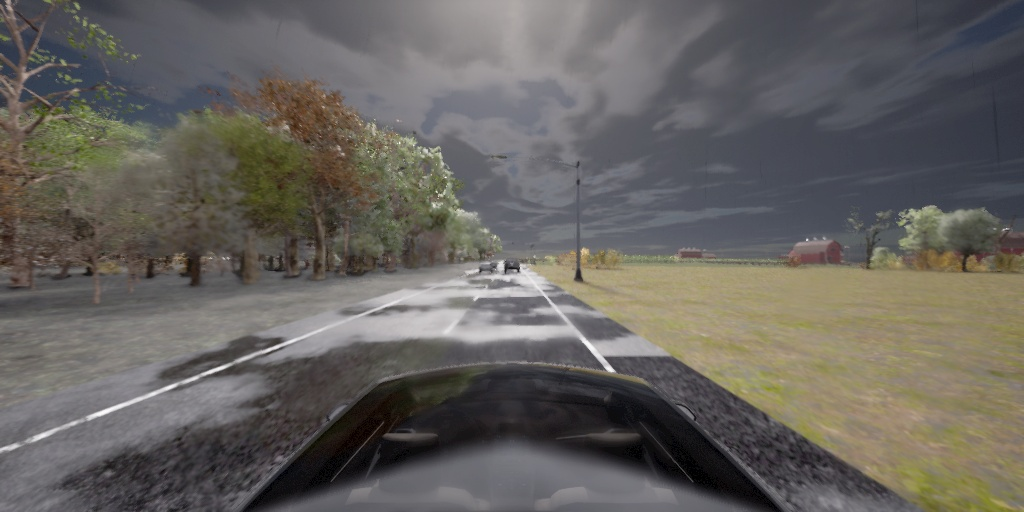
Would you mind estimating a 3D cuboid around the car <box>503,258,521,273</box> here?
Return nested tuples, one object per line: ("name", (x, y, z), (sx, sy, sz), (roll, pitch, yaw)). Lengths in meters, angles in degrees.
("car", (0.003, 1.232, 49.116), (2.150, 2.045, 5.566), (0, 0, 0))

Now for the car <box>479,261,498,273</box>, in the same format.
("car", (-3.495, 1.503, 49.239), (2.128, 1.511, 4.902), (0, 0, 0))
